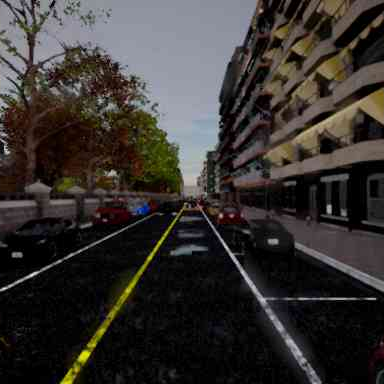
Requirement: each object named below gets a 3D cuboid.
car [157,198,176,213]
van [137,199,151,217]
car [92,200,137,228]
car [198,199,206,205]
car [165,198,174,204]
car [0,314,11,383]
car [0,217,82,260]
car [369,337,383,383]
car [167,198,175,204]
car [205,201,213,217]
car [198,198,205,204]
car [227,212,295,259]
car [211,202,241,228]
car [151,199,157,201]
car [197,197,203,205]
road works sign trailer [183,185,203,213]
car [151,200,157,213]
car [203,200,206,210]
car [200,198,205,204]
[{"bbox_3d":[-3.125,1.940,44.114,1.882,1.535,5.008,0,-1,0],"label":"car"},{"bbox_3d":[-5.720,1.710,35.553,1.690,1.788,3.998,0,-1,0],"label":"van"},{"bbox_3d":[-5.710,1.563,24.294,2.192,1.841,5.009,0,-1,0],"label":"car"},{"bbox_3d":[2.617,2.491,86.229,1.887,1.381,4.507,0,-1,0],"label":"car"},{"bbox_3d":[-5.763,2.386,86.223,1.967,1.590,4.097,0,-1,0],"label":"car"},{"bbox_3d":[-3.101,1.587,2.174,1.994,1.385,4.181,0,-1,0],"label":"car"},{"bbox_3d":[-5.701,1.698,13.032,1.947,1.339,4.313,0,-1,0],"label":"car"},{"bbox_3d":[2.689,1.601,1.779,1.802,1.307,4.206,0,-1,0],"label":"car"},{"bbox_3d":[-5.768,2.454,91.851,1.967,1.590,4.097,0,-1,0],"label":"car"},{"bbox_3d":[2.661,1.896,35.729,1.752,1.417,4.829,0,-1,0],"label":"car"},{"bbox_3d":[2.613,2.454,91.859,1.967,1.590,4.097,0,-1,0],"label":"car"},{"bbox_3d":[2.679,1.698,13.040,1.947,1.339,4.313,0,-1,0],"label":"car"},{"bbox_3d":[2.670,1.688,24.300,1.967,1.590,4.097,0,-1,0],"label":"car"},{"bbox_3d":[-5.730,2.037,46.811,1.887,1.381,4.507,0,-1,0],"label":"car"},{"bbox_3d":[2.623,2.423,80.599,1.887,1.381,4.507,0,-1,0],"label":"car"},{"bbox_3d":[-0.036,0.928,44.220,2.380,3.560,2.880,0,-1,0],"label":"road works sign trailer"},{"bbox_3d":[-5.725,2.012,41.181,1.802,1.307,4.206,0,-1,0],"label":"car"},{"bbox_3d":[2.656,2.012,41.189,1.802,1.307,4.206,0,-1,0],"label":"car"},{"bbox_3d":[2.646,2.121,52.450,1.947,1.339,4.313,0,-1,0],"label":"car"}]
